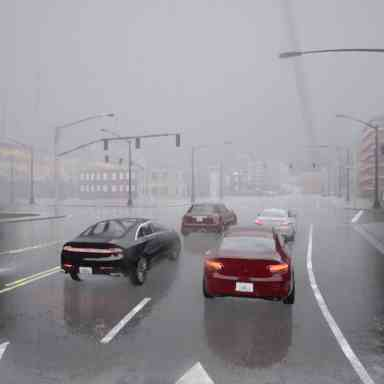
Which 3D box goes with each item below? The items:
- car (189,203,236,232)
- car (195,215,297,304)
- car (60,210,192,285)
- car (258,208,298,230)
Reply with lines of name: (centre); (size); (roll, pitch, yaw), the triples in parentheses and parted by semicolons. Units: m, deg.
car: (1.057, 1.352, 18.046); (2.097, 1.767, 4.553); (0, 0, 19)
car: (1.458, 1.526, 8.150); (1.812, 1.442, 4.674); (0, 0, 13)
car: (-1.724, 1.492, 9.599); (2.128, 1.511, 4.902); (0, 0, 14)
car: (4.203, 1.526, 16.582); (1.812, 1.442, 4.674); (0, 0, 20)
